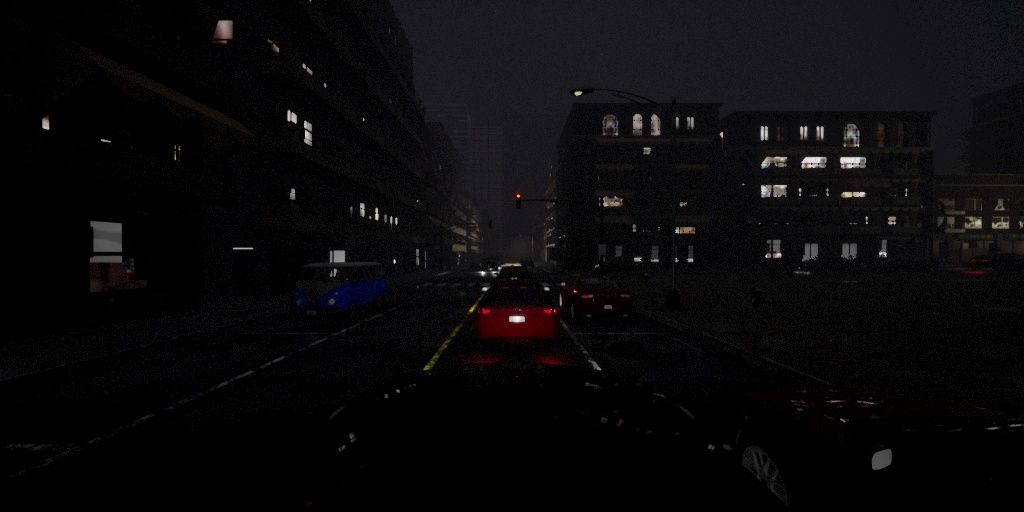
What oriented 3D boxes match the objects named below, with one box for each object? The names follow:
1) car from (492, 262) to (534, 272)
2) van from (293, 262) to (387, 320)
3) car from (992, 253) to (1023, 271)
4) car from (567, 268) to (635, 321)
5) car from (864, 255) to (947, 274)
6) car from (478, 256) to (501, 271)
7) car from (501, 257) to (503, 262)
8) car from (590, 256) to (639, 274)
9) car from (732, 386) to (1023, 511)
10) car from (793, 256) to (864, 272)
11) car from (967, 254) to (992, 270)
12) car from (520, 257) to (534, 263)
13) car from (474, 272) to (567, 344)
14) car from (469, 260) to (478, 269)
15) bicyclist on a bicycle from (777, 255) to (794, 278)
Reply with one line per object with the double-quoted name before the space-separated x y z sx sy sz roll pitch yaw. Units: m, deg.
"car" 0.113 1.255 18.517 1.837 1.490 4.892 0 0 0
"van" -5.684 1.090 12.262 1.690 1.789 3.998 0 0 0
"car" 43.637 0.628 29.826 4.403 1.370 2.007 0 0 -1
"car" 2.697 1.295 12.255 1.888 1.381 4.507 0 0 0
"car" 32.499 0.802 29.679 4.403 1.370 2.007 0 0 -1
"car" -3.048 0.983 49.743 2.150 2.045 5.566 0 0 0
"car" -3.000 1.298 64.600 1.812 1.442 4.674 0 0 1
"car" 9.886 0.916 34.935 4.553 1.767 2.097 -1 0 -4
"car" 2.688 1.295 1.203 1.888 1.381 4.507 0 0 0
"car" 31.021 0.774 35.443 5.357 1.411 2.033 -1 0 -1
"car" 44.419 0.549 32.476 4.892 1.490 1.837 -1 0 0
"car" 2.737 1.210 61.253 1.967 1.591 4.097 0 0 0
"car" 0.107 1.314 9.645 1.994 1.385 4.181 0 0 0
"car" -5.648 1.316 55.738 2.007 1.370 4.403 0 0 0
"bicyclist on a bicycle" 20.264 0.769 26.562 0.582 1.620 1.656 -1 0 -1
